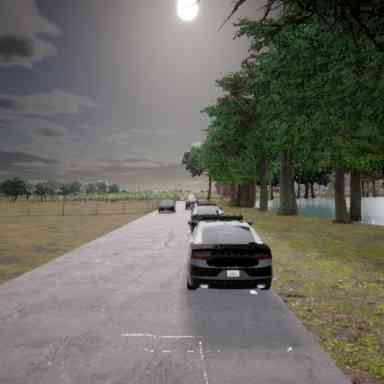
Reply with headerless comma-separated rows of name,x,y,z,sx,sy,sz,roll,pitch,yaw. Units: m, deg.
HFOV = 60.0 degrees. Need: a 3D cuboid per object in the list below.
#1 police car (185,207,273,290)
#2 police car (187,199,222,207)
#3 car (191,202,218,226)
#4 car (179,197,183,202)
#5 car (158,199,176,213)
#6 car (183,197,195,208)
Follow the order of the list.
police car,0.829,1.435,9.252,1.930,1.638,5.238,0,0,0
police car,0.833,1.458,19.253,1.930,1.638,5.238,0,0,0
car,0.835,1.557,25.143,1.837,1.490,4.892,0,0,0
car,-2.713,2.042,93.850,2.128,1.511,4.902,0,-1,0
car,-2.834,1.583,38.161,1.882,1.535,5.008,0,0,0
car,0.046,1.638,47.683,1.882,1.535,5.008,0,0,1
